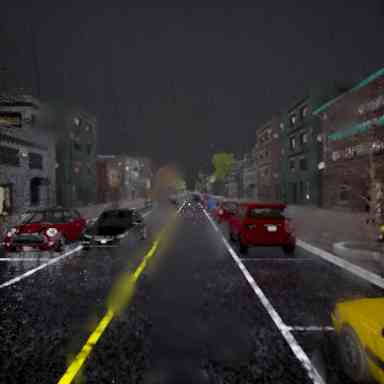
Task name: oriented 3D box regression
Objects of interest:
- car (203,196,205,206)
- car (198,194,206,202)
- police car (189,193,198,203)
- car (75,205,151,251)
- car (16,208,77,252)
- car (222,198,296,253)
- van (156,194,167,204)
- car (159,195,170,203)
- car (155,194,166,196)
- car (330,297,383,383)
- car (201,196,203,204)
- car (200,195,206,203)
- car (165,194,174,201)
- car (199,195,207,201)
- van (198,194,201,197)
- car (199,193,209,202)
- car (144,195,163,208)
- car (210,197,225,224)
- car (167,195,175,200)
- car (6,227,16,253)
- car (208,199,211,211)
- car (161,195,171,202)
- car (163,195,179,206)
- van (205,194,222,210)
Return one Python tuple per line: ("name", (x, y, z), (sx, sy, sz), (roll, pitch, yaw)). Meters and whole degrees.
("car", (2.661, 1.517, 41.254), (1.887, 1.381, 4.507), (-1, 0, 0))
("car", (2.647, 1.539, 63.447), (1.802, 1.307, 4.206), (-1, 0, 0))
("police car", (0.855, 1.377, 70.382), (1.930, 1.638, 5.238), (0, 0, 0))
("car", (-3.088, 1.497, 14.085), (1.837, 1.490, 4.892), (0, 0, 0))
("car", (-5.703, 1.433, 13.504), (1.967, 1.590, 4.097), (-1, 0, 0))
("car", (2.676, 1.306, 13.512), (2.192, 1.841, 5.009), (-1, 0, 0))
("van", (-5.736, 1.299, 63.439), (1.690, 1.788, 3.998), (-1, 0, 0))
("car", (-5.738, 1.394, 68.988), (1.967, 1.590, 4.097), (-1, 0, 0))
("car", (-5.732, 1.277, 57.891), (2.192, 1.841, 5.009), (-1, 0, 0))
("car", (2.685, 1.523, 2.585), (1.752, 1.417, 4.829), (-1, 0, 0))
("car", (2.658, 1.551, 46.802), (1.802, 1.307, 4.206), (-1, 0, 0))
("car", (2.654, 1.547, 52.350), (1.802, 1.307, 4.206), (-1, 0, 0))
("car", (-5.749, 1.382, 85.633), (1.967, 1.590, 4.097), (-1, 0, 0))
("car", (2.637, 1.527, 80.092), (1.802, 1.307, 4.206), (-1, 0, 0))
("van", (2.641, 1.294, 68.995), (1.690, 1.788, 3.998), (-1, 0, 0))
("car", (2.638, 1.264, 74.544), (2.192, 1.841, 5.009), (-1, 0, 0))
("car", (-5.723, 1.521, 46.795), (2.008, 1.369, 4.403), (-1, 0, 0))
("car", (2.670, 1.424, 24.608), (1.967, 1.590, 4.097), (-1, 0, 0))
("car", (-5.751, 1.482, 91.182), (1.887, 1.381, 4.507), (-1, 0, 0))
("car", (-3.101, 1.225, 0.980), (2.150, 2.045, 5.566), (0, 0, 0))
("car", (2.669, 1.562, 30.157), (1.802, 1.307, 4.206), (-1, 0, 0))
("car", (-5.741, 1.495, 74.537), (1.887, 1.381, 4.507), (-1, 0, 0))
("car", (-3.091, 1.529, 52.781), (1.994, 1.385, 4.181), (0, 0, 0))
("van", (2.662, 1.317, 35.705), (1.690, 1.788, 3.998), (-1, 0, 0))
